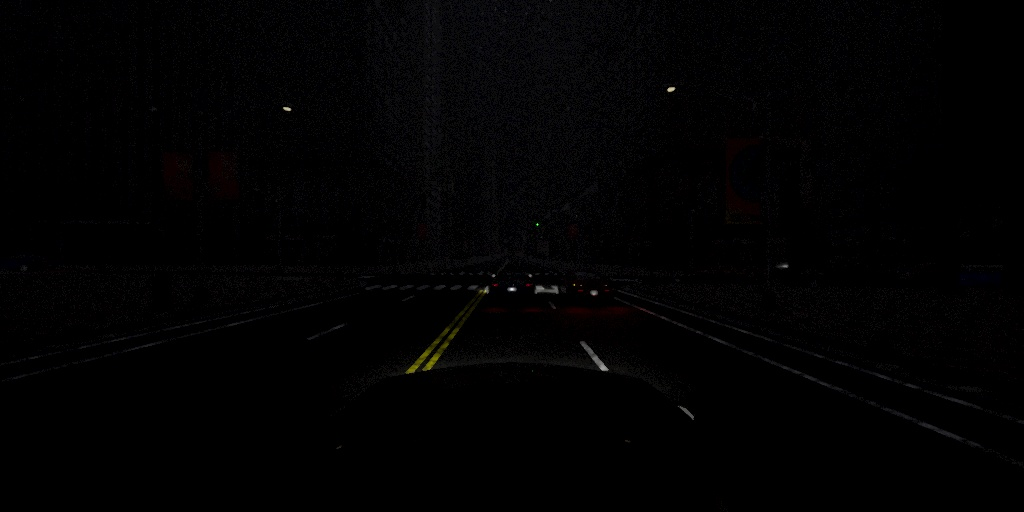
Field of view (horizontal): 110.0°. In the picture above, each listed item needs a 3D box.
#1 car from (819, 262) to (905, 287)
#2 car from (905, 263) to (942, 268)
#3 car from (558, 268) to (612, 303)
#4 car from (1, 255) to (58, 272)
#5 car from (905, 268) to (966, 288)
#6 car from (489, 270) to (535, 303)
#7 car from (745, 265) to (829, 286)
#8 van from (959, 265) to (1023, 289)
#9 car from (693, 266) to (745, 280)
[{"bbox_3d":[25.810,1.419,27.110,5.009,1.841,2.192,0,0,0],"label":"car"},{"bbox_3d":[40.296,1.642,35.612,5.009,1.841,2.192,0,0,0],"label":"car"},{"bbox_3d":[3.250,1.281,16.499,1.812,1.442,4.674,0,0,0],"label":"car"},{"bbox_3d":[-45.079,0.653,32.994,5.008,1.535,1.882,1,0,0],"label":"car"},{"bbox_3d":[30.897,1.755,27.093,4.207,1.307,1.802,0,0,0],"label":"car"},{"bbox_3d":[0.000,1.320,16.500,1.994,1.385,4.181,0,0,0],"label":"car"},{"bbox_3d":[20.723,1.580,27.127,4.507,1.381,1.888,0,0,0],"label":"car"},{"bbox_3d":[35.984,1.583,27.076,3.998,1.789,1.690,0,0,0],"label":"van"},{"bbox_3d":[20.583,1.588,35.655,4.829,1.417,1.751,0,0,0],"label":"car"}]
